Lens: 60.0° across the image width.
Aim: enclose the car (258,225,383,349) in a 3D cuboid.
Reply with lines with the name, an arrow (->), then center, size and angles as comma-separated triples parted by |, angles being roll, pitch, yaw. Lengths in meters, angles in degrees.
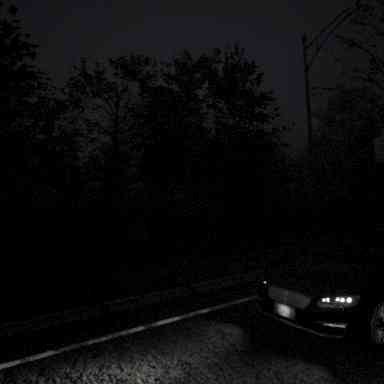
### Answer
car -> 3.334, 1.432, 6.247 | 4.902, 1.511, 2.128 | -1, 0, -35
